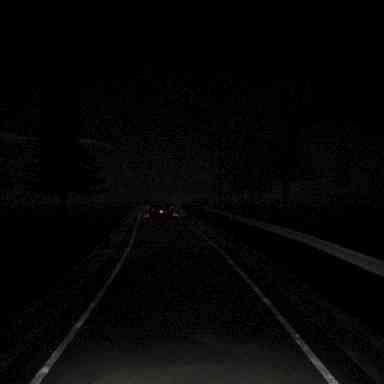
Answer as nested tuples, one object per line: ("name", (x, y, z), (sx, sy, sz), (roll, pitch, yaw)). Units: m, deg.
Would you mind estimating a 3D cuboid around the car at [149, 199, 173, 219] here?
("car", (-2.670, 1.542, 28.490), (1.994, 1.385, 4.181), (0, 0, -7))
